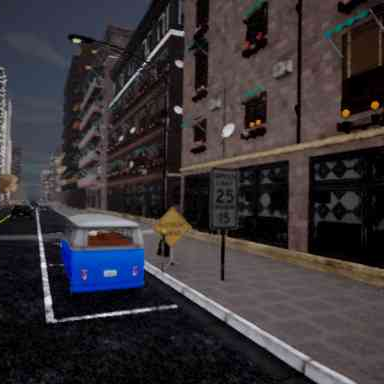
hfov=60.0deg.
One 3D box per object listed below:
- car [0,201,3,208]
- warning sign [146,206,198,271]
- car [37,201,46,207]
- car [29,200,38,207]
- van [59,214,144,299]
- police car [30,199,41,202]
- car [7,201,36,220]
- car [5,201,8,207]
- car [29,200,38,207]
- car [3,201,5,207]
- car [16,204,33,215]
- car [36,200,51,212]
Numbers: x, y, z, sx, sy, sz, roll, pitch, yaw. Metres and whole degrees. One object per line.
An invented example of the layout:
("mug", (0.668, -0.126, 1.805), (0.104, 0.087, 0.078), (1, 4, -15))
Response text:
("car", (-36.081, 2.389, 60.258), (2.008, 1.369, 4.403), (2, -2, -25))
("warning sign", (-0.634, 1.386, 10.356), (1.300, 1.860, 1.060), (2, -2, -25))
("car", (-37.948, 3.033, 83.839), (1.802, 1.307, 4.206), (2, -2, -25))
("car", (-41.102, 2.931, 86.338), (1.882, 1.535, 5.008), (2, -2, -25))
("van", (-2.532, 1.529, 8.801), (1.690, 1.788, 3.998), (2, -2, -25))
("police car", (-34.413, 2.622, 71.954), (1.930, 1.638, 5.238), (2, -2, -24))
("car", (-17.504, 2.017, 34.329), (1.882, 1.535, 5.008), (2, -2, -25))
("car", (-43.090, 2.622, 75.114), (1.752, 1.417, 4.829), (2, -2, -25))
("car", (-38.621, 2.815, 81.085), (1.801, 1.575, 5.366), (2, -2, -25))
("car", (-38.442, 2.469, 65.261), (1.887, 1.381, 4.507), (2, -2, -25))
("car", (-22.459, 2.314, 44.740), (1.895, 1.301, 4.718), (2, -2, -25))
("car", (-23.782, 2.482, 53.823), (2.008, 1.369, 4.403), (2, -2, -25))
